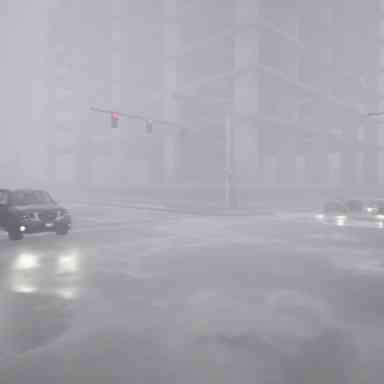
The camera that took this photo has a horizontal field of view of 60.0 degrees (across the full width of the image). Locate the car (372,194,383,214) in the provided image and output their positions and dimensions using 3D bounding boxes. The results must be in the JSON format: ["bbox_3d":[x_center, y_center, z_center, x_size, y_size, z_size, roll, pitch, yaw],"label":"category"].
[{"bbox_3d":[17.016,1.082,27.362,5.357,1.411,2.033,-1,2,-45],"label":"car"}]

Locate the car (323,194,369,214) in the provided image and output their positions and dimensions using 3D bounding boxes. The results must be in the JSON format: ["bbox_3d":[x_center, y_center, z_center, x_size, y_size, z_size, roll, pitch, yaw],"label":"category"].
[{"bbox_3d":[12.861,0.960,28.164,5.008,1.535,1.882,-1,2,-45],"label":"car"}]

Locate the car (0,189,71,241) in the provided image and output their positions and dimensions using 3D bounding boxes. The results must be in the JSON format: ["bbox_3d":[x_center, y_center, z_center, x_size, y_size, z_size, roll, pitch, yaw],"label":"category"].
[{"bbox_3d":[-7.514,0.886,14.975,2.150,2.045,5.566,-1,1,-45],"label":"car"}]

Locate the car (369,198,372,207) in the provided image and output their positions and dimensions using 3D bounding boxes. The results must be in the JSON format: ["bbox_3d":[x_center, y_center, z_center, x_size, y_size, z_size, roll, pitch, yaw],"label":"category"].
[{"bbox_3d":[20.779,0.927,36.040,5.357,1.411,2.033,-1,2,-45],"label":"car"}]
